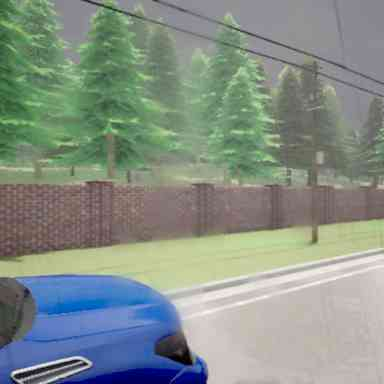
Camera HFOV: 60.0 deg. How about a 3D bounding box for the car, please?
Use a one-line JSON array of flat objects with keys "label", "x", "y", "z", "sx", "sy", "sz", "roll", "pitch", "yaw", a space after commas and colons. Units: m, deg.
[{"label": "car", "x": -2.525, "y": 1.221, "z": 1.945, "sx": 5.566, "sy": 2.045, "sz": 2.150, "roll": 0, "pitch": 0, "yaw": -36}]
